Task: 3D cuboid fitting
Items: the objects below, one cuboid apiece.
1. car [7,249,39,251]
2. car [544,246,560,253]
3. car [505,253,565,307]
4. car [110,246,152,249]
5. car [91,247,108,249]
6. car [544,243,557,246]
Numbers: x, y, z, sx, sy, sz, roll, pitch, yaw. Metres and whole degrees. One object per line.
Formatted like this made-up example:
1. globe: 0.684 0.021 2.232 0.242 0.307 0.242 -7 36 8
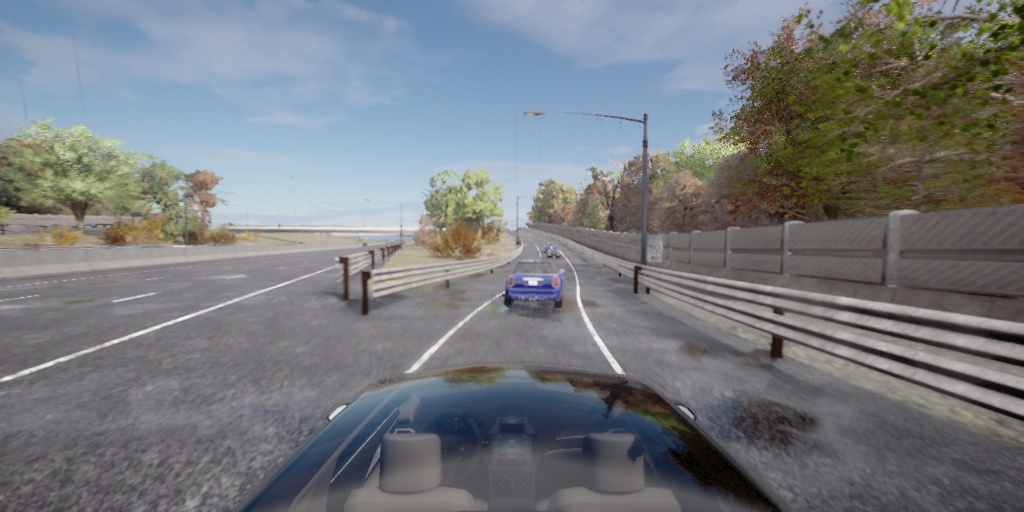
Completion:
1. car: -32.557 0.230 23.822 1.994 1.385 4.181 -1 2 -16
2. car: 5.657 -0.309 48.984 1.895 1.301 4.718 0 4 4
3. car: 1.049 0.914 14.534 2.097 1.767 4.553 1 1 8
4. car: -40.633 -0.375 38.974 1.812 1.442 4.674 -1 2 -16
5. car: -44.192 -0.330 38.710 1.994 1.385 4.181 -1 2 -16
6. car: 6.344 -1.406 58.958 2.097 1.767 4.553 0 5 2
